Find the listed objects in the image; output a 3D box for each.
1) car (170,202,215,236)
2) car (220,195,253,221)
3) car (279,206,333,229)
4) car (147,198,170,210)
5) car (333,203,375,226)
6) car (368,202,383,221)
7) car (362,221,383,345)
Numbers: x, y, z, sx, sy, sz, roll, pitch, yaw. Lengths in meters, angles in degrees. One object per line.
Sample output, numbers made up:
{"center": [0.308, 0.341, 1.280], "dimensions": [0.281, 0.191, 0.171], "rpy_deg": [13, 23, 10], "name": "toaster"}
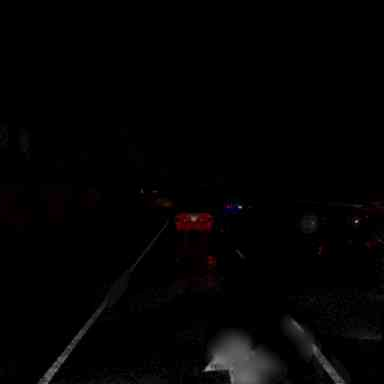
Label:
{"center": [0.086, 1.352, 18.520], "dimensions": [2.097, 1.767, 4.553], "rpy_deg": [0, 0, 0], "name": "car"}
{"center": [3.580, 1.222, 27.417], "dimensions": [2.150, 2.045, 5.566], "rpy_deg": [0, 0, 0], "name": "car"}
{"center": [7.084, 1.601, 21.639], "dimensions": [1.895, 1.301, 4.718], "rpy_deg": [0, 0, 0], "name": "car"}
{"center": [-4.139, 1.478, 42.157], "dimensions": [1.882, 1.535, 5.008], "rpy_deg": [1, -1, -26], "name": "car"}
{"center": [10.583, 1.601, 23.602], "dimensions": [1.895, 1.301, 4.718], "rpy_deg": [0, 0, 0], "name": "car"}
{"center": [14.082, 1.478, 25.296], "dimensions": [1.882, 1.535, 5.008], "rpy_deg": [0, 0, 0], "name": "car"}
{"center": [3.597, 1.352, 2.645], "dimensions": [2.097, 1.767, 4.553], "rpy_deg": [0, 0, 0], "name": "car"}
